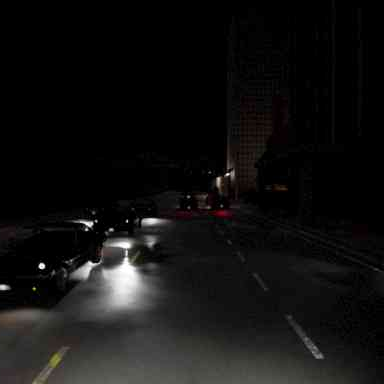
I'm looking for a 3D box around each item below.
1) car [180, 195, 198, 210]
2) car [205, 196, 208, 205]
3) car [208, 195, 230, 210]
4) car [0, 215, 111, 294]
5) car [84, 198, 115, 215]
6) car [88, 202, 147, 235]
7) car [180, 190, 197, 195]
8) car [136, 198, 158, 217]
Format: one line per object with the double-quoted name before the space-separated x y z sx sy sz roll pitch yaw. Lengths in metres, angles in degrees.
"car" -0.356 1.272 36.302 1.895 1.301 4.718 0 1 -1
"car" 2.932 1.090 47.974 1.812 1.442 4.674 0 0 0
"car" 3.101 1.167 37.310 1.837 1.490 4.892 0 1 0
"car" -3.698 1.522 8.667 1.895 1.301 4.718 0 1 -1
"car" -7.338 1.269 27.184 2.128 1.511 4.902 0 1 -1
"car" -3.814 1.439 17.807 1.895 1.301 4.718 0 1 -1
"car" -0.504 0.787 47.499 2.150 2.045 5.566 0 0 -1
"car" -3.922 1.274 27.785 1.812 1.442 4.674 0 1 -1
